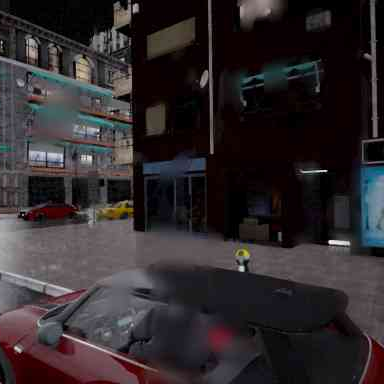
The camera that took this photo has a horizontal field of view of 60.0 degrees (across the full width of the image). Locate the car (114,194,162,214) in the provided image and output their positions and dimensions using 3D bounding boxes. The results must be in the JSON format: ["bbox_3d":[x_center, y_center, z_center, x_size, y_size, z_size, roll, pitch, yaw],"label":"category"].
[{"bbox_3d":[-5.340,1.154,33.360,2.097,1.767,4.553,-1,0,37],"label":"car"}]

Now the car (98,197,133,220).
[{"bbox_3d":[-4.618,1.283,24.563,1.752,1.417,4.829,-1,0,36],"label":"car"}]

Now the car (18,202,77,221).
[{"bbox_3d":[-11.040,1.452,25.620,1.994,1.385,4.181,-1,0,36],"label":"car"}]

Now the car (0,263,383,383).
[{"bbox_3d":[-0.356,1.441,3.206,4.097,1.590,1.967,0,-1,36],"label":"car"}]
